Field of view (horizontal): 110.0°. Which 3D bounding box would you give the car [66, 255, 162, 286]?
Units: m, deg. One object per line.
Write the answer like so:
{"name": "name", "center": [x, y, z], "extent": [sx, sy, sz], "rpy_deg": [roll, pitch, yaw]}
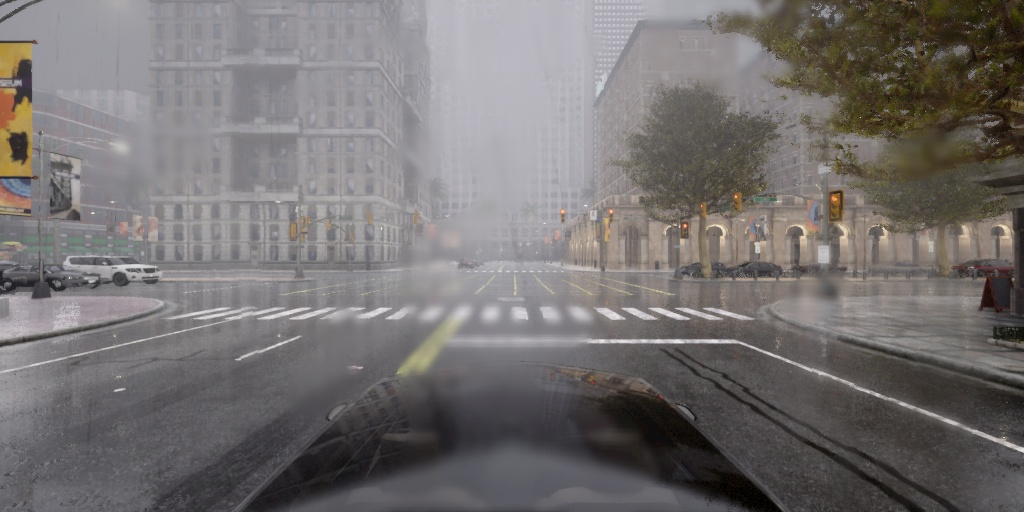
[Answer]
{"name": "car", "center": [-27.388, 0.971, 24.552], "extent": [5.566, 2.045, 2.150], "rpy_deg": [0, 0, 2]}

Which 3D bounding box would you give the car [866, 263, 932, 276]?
{"name": "car", "center": [38.676, 1.351, 35.905], "extent": [4.718, 1.301, 1.895], "rpy_deg": [0, 0, 0]}

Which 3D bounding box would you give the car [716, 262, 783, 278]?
{"name": "car", "center": [21.676, 1.254, 32.491], "extent": [4.892, 1.490, 1.837], "rpy_deg": [0, 0, 0]}

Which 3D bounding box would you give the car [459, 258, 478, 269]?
{"name": "car", "center": [-7.120, 1.102, 56.621], "extent": [2.097, 1.767, 4.553], "rpy_deg": [0, 0, 0]}

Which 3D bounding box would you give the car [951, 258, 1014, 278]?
{"name": "car", "center": [42.325, 1.102, 32.381], "extent": [4.553, 1.767, 2.097], "rpy_deg": [0, 0, 0]}

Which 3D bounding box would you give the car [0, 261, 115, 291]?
{"name": "car", "center": [-27.067, 1.241, 21.036], "extent": [4.902, 1.511, 2.128], "rpy_deg": [0, 0, 0]}

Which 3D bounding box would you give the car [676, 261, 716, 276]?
{"name": "car", "center": [19.121, 1.254, 36.068], "extent": [4.892, 1.490, 1.837], "rpy_deg": [0, 0, 2]}
